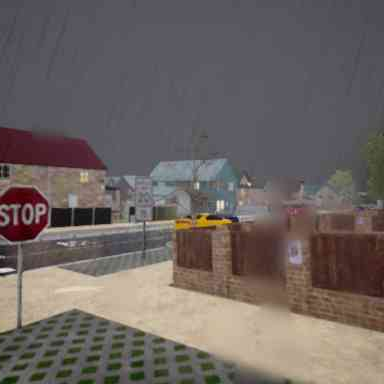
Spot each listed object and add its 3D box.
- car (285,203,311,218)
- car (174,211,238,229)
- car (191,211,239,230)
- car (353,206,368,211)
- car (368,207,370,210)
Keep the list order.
[{"bbox_3d":[14.661,2.581,45.879,2.150,2.045,5.566,1,-1,35],"label":"car"},{"bbox_3d":[0.897,2.046,21.362,1.882,1.535,5.008,1,-1,35],"label":"car"},{"bbox_3d":[2.039,2.306,27.979,1.895,1.301,4.718,1,-1,35],"label":"car"},{"bbox_3d":[36.110,3.802,71.797,1.812,1.442,4.674,1,-1,35],"label":"car"},{"bbox_3d":[41.732,4.207,79.854,2.033,1.411,5.357,1,-1,35],"label":"car"}]
